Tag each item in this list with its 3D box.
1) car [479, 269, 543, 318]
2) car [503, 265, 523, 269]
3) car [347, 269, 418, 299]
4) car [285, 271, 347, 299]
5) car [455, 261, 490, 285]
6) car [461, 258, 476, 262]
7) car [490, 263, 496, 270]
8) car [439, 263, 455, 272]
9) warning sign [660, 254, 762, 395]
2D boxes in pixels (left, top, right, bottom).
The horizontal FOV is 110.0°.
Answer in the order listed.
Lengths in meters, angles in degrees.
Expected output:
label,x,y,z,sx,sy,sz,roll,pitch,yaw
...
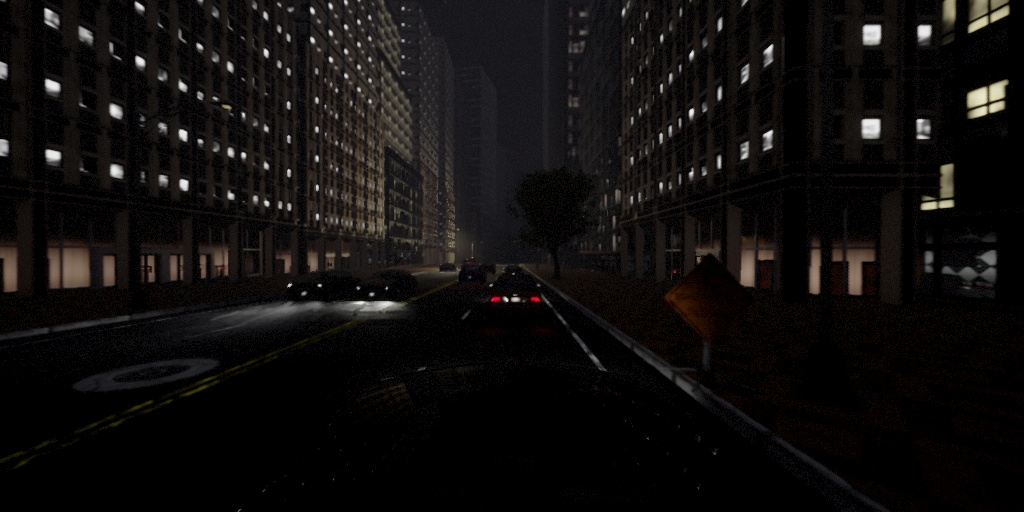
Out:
label,x,y,z,sx,sy,sz,roll,pitch,yaw
car,0.108,1.390,13.376,2.033,1.411,5.357,0,0,0
car,0.120,1.566,33.532,1.994,1.385,4.181,0,0,0
car,-6.561,1.436,19.447,2.033,1.411,5.357,0,0,0
car,-9.813,1.486,19.125,1.895,1.301,4.718,0,0,0
car,-3.133,1.443,29.098,1.882,1.535,5.008,0,-1,0
car,-6.532,1.389,54.706,2.150,2.045,5.566,0,0,0
car,-3.120,1.586,47.073,1.882,1.535,5.008,0,0,0
car,-9.781,1.715,54.794,2.033,1.411,5.357,0,0,1
warning sign,2.850,0.894,5.266,1.300,1.860,1.060,0,0,0
